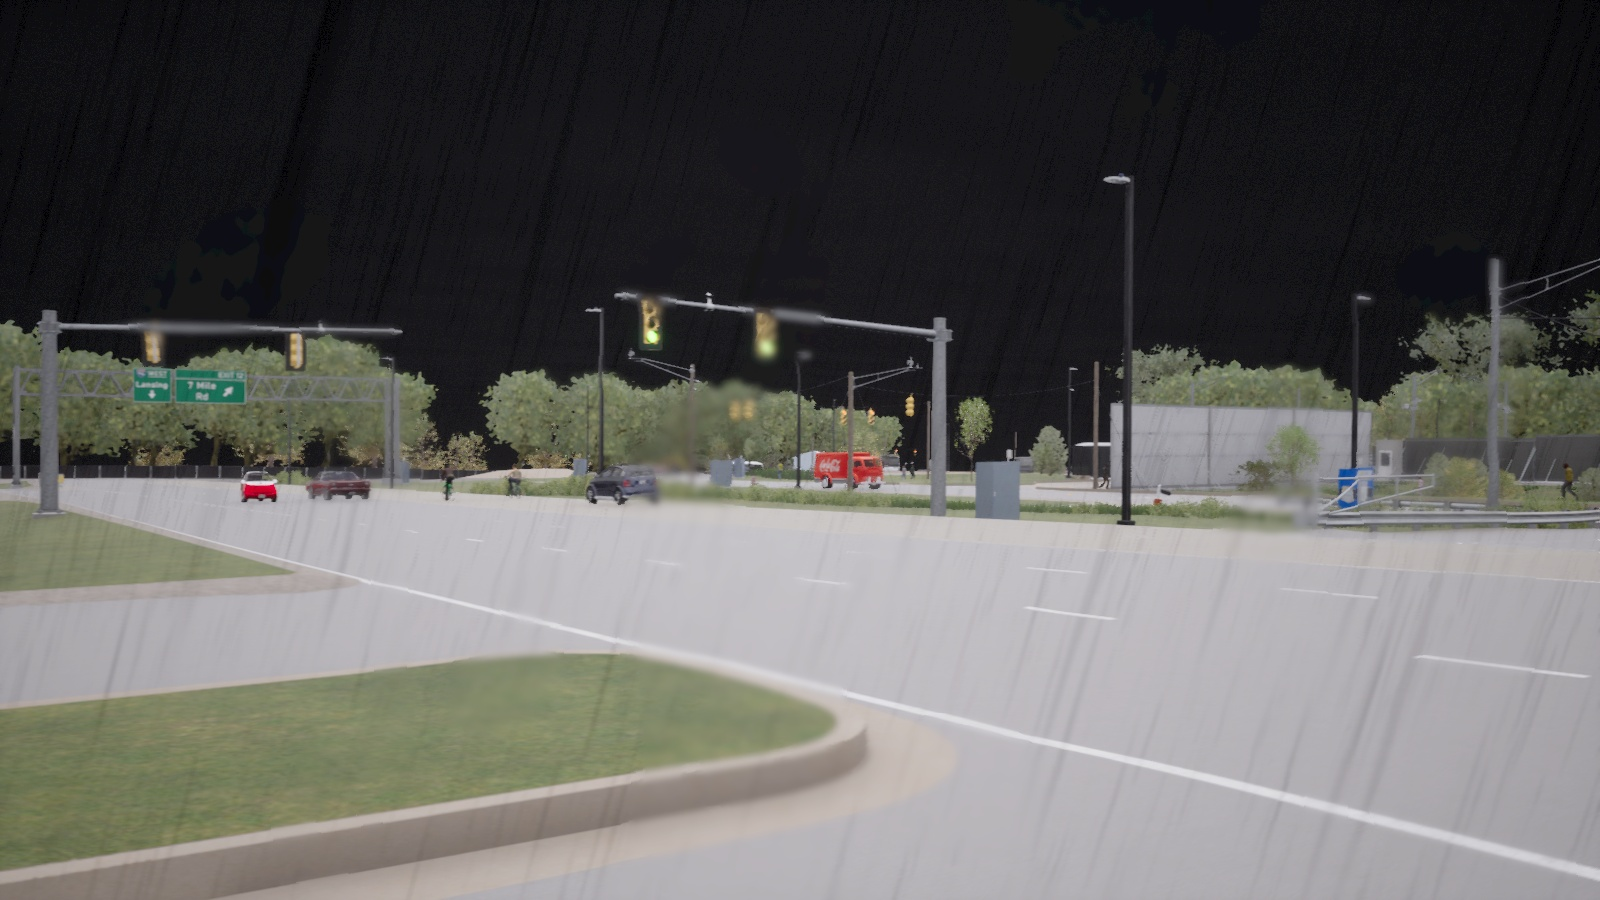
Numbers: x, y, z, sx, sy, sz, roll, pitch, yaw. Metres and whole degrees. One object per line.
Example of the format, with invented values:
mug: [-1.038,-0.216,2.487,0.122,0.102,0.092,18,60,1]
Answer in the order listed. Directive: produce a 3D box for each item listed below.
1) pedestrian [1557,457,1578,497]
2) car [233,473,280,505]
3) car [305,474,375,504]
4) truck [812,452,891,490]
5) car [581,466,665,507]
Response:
pedestrian: [35.519,1.255,58.138,0.370,1.835,0.726,0,1,-35]
car: [-24.079,1.725,55.593,1.481,1.376,2.207,0,-1,-34]
car: [-21.042,1.752,57.353,1.895,1.301,4.718,0,-1,-35]
truck: [3.380,1.357,83.273,2.627,2.467,5.204,0,0,-34]
car: [-6.991,1.399,49.263,1.789,1.549,3.705,0,-1,-34]
